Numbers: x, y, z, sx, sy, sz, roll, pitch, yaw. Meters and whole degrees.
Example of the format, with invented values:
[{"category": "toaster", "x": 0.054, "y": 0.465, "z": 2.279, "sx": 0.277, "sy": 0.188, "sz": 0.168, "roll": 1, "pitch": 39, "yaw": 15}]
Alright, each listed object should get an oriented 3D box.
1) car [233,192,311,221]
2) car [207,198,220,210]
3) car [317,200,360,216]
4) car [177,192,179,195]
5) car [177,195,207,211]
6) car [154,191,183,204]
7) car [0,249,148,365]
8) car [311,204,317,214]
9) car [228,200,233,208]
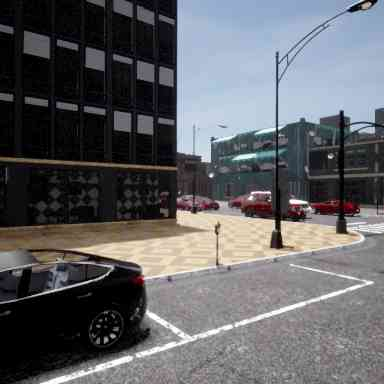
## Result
[{"category": "car", "x": 5.836, "y": 1.101, "z": 24.773, "sx": 2.192, "sy": 1.841, "sz": 5.009, "roll": 1, "pitch": 0, "yaw": -36}, {"category": "car", "x": 1.086, "y": 1.220, "z": 35.612, "sx": 1.994, "sy": 1.385, "sz": 4.181, "roll": 0, "pitch": 1, "yaw": -36}, {"category": "car", "x": 12.589, "y": 1.371, "z": 29.728, "sx": 1.887, "sy": 1.381, "sz": 4.507, "roll": 1, "pitch": 0, "yaw": -36}, {"category": "car", "x": -0.528, "y": 1.101, "z": 47.619, "sx": 2.008, "sy": 1.369, "sz": 4.403, "roll": 1, "pitch": 0, "yaw": -36}, {"category": "car", "x": -0.729, "y": 1.231, "z": 33.719, "sx": 1.802, "sy": 1.307, "sz": 4.206, "roll": 1, "pitch": 0, "yaw": -36}, {"category": "car", "x": -3.802, "y": 0.793, "z": 52.091, "sx": 2.192, "sy": 1.841, "sz": 5.009, "roll": 1, "pitch": 0, "yaw": -36}, {"category": "car", "x": -2.706, "y": 1.566, "z": 4.624, "sx": 4.313, "sy": 1.339, "sz": 1.947, "roll": 0, "pitch": 0, "yaw": -35}, {"category": "car", "x": 7.036, "y": 1.001, "z": 27.496, "sx": 2.150, "sy": 2.045, "sz": 5.566, "roll": 0, "pitch": 1, "yaw": -36}, {"category": "car", "x": 6.032, "y": 1.130, "z": 38.674, "sx": 1.967, "sy": 1.590, "sz": 4.097, "roll": 1, "pitch": 0, "yaw": -36}]
